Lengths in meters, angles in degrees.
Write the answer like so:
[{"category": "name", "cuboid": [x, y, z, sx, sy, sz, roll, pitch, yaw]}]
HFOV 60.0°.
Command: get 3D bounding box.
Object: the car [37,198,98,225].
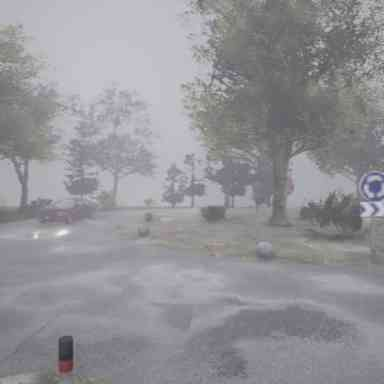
[{"category": "car", "cuboid": [-7.817, 1.152, 21.335, 1.882, 1.535, 5.008, -1, 1, 10]}]
